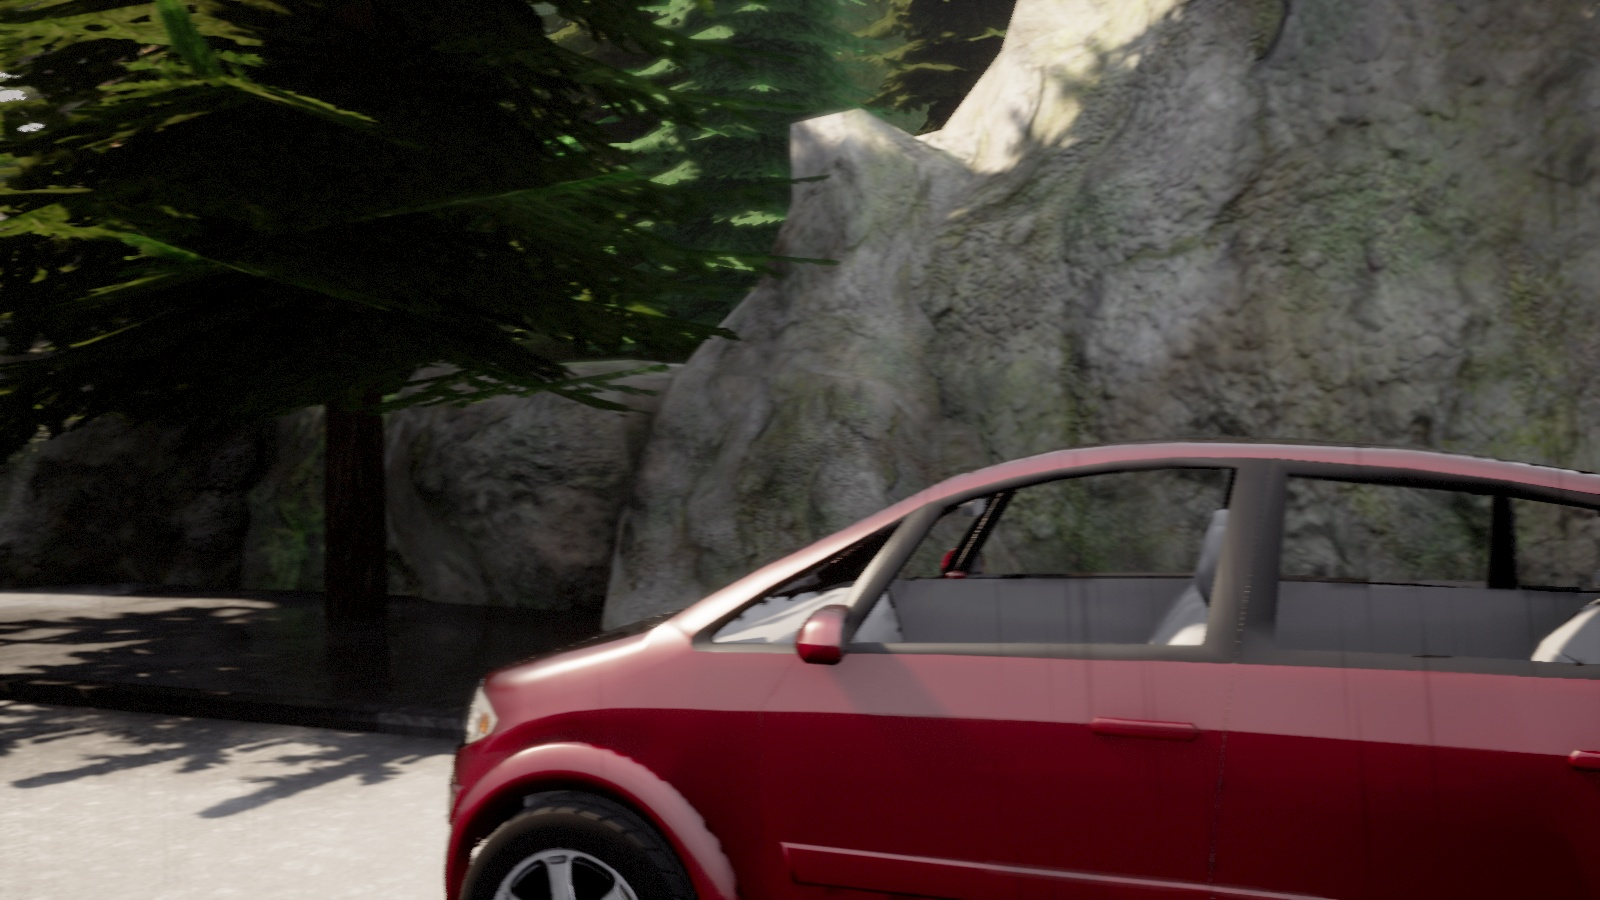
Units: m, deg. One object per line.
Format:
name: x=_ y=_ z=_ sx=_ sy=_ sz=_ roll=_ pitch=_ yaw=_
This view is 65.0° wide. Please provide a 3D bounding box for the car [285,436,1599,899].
car: x=0.722 y=0.752 z=3.478 sx=3.705 sy=1.549 sz=1.789 roll=1 pitch=1 yaw=19
